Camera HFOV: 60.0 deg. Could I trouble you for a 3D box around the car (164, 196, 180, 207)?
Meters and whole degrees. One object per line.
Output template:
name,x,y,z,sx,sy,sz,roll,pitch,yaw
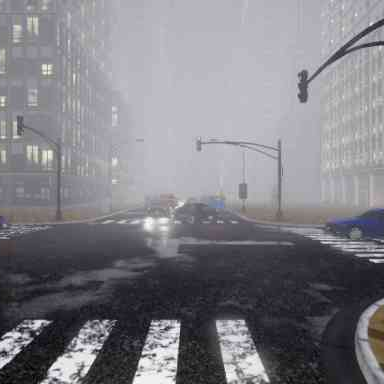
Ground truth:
car,-3.138,1.491,53.229,2.128,1.511,4.902,0,0,0

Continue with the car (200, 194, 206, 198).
car,2.689,1.313,63.606,2.192,1.841,5.009,0,0,0

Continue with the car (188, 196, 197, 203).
car,0.051,1.593,72.708,1.895,1.301,4.718,0,0,0

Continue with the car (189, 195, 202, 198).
car,0.053,1.546,52.398,2.033,1.411,5.357,0,0,0

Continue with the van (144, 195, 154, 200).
van,-5.757,1.340,47.022,1.690,1.788,3.998,0,0,0

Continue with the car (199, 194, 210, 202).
car,2.733,1.311,74.685,2.192,1.841,5.009,0,0,0

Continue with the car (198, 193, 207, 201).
car,2.778,1.309,85.764,2.192,1.841,5.009,0,0,0

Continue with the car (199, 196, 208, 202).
car,2.755,1.561,80.225,1.947,1.339,4.313,0,0,0

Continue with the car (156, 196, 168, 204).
car,-5.692,1.564,63.639,1.947,1.339,4.313,0,0,0

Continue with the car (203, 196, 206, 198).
car,2.623,1.544,41.452,1.887,1.381,4.507,0,0,0

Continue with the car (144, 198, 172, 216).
car,-3.226,1.600,32.880,1.895,1.301,4.718,0,0,0

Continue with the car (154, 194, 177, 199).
car,-3.179,1.221,42.925,2.150,2.045,5.566,0,0,1

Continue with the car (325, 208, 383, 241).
car,9.340,1.566,16.744,5.008,1.535,1.882,0,0,-1

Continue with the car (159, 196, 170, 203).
car,-5.670,1.548,69.178,2.008,1.369,4.403,0,0,0

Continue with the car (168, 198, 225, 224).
car,0.228,1.504,25.279,1.837,1.490,4.892,-4,2,-26

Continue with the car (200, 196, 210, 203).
car,2.710,1.542,69.145,1.887,1.381,4.507,0,0,0

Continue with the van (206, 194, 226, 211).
van,2.692,1.340,35.914,1.690,1.788,3.998,0,0,0

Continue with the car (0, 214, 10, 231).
car,-11.471,1.458,16.303,4.674,1.442,1.812,0,0,-1
